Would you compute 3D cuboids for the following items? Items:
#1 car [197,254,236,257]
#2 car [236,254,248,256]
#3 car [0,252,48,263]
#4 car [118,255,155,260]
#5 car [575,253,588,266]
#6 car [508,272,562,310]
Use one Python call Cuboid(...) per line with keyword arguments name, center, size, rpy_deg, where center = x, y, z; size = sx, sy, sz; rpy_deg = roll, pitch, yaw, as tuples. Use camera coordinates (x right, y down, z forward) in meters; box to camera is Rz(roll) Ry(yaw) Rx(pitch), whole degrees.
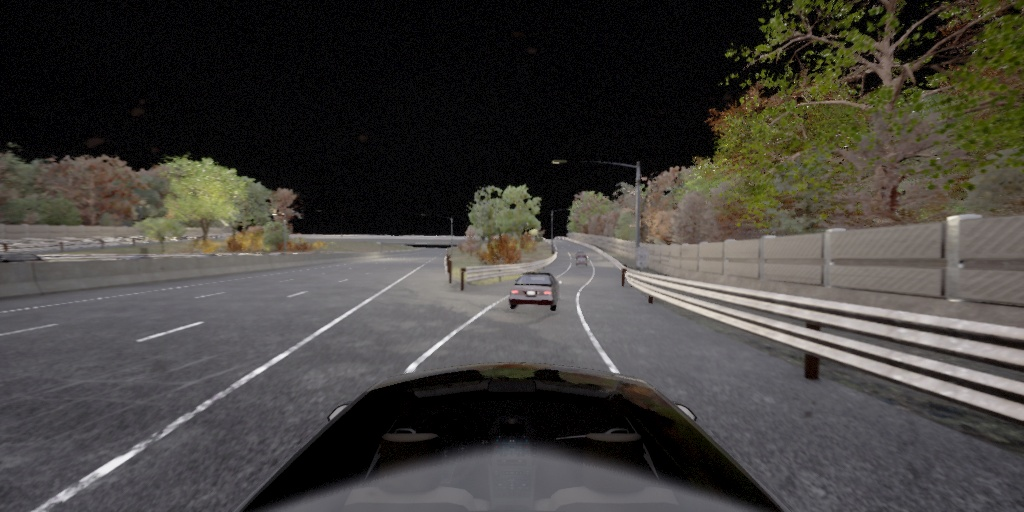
Cuboid(name="car", center=(-33.437, 0.520, 39.496), size=(2.033, 1.411, 5.357), rpy_deg=(0, 1, -10))
Cuboid(name="car", center=(-39.053, 0.380, 51.006), size=(1.895, 1.301, 4.718), rpy_deg=(0, 1, -10))
Cuboid(name="car", center=(-30.070, 0.617, 20.801), size=(2.097, 1.767, 4.553), rpy_deg=(0, 1, -10))
Cuboid(name="car", center=(-36.099, 0.595, 34.458), size=(1.994, 1.385, 4.181), rpy_deg=(0, 1, -10))
Cuboid(name="car", center=(11.148, 0.825, 57.518), size=(2.033, 1.411, 5.357), rpy_deg=(1, 3, 10))
Cuboid(name="car", center=(1.084, 1.383, 15.323), size=(2.033, 1.411, 5.357), rpy_deg=(1, 0, 9))
